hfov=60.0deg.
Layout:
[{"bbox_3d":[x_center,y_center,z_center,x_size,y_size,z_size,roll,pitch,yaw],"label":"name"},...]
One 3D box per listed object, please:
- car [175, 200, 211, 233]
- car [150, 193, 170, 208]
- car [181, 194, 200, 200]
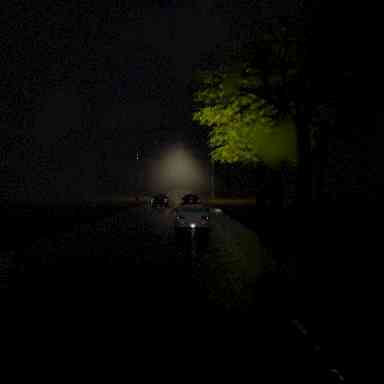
[{"bbox_3d":[0.034,1.375,18.430,1.812,1.442,4.674,0,1,0],"label":"car"},{"bbox_3d":[-3.854,0.983,40.673,2.097,1.767,4.553,0,1,-1],"label":"car"},{"bbox_3d":[-0.125,1.016,37.254,2.097,1.767,4.553,0,1,-1],"label":"car"}]
